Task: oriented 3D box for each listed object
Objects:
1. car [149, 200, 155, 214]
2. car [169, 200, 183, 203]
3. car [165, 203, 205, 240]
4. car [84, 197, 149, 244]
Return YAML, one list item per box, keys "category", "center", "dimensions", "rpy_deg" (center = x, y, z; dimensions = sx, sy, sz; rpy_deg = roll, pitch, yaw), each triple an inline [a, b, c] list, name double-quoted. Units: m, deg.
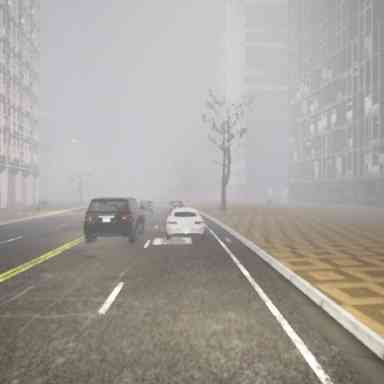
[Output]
- category: "car"
  center: [-5.008, 1.567, 35.889]
  dimensions: [2.033, 1.411, 5.357]
  rpy_deg: [0, 0, -6]
- category: "car"
  center: [-1.669, 1.562, 35.120]
  dimensions: [2.033, 1.411, 5.357]
  rpy_deg: [0, 0, -6]
- category: "car"
  center: [-0.374, 1.530, 17.065]
  dimensions: [1.812, 1.442, 4.674]
  rpy_deg: [0, 0, -3]
- category: "car"
  center: [-3.570, 1.229, 16.114]
  dimensions: [2.150, 2.045, 5.566]
  rpy_deg: [0, 0, -3]
